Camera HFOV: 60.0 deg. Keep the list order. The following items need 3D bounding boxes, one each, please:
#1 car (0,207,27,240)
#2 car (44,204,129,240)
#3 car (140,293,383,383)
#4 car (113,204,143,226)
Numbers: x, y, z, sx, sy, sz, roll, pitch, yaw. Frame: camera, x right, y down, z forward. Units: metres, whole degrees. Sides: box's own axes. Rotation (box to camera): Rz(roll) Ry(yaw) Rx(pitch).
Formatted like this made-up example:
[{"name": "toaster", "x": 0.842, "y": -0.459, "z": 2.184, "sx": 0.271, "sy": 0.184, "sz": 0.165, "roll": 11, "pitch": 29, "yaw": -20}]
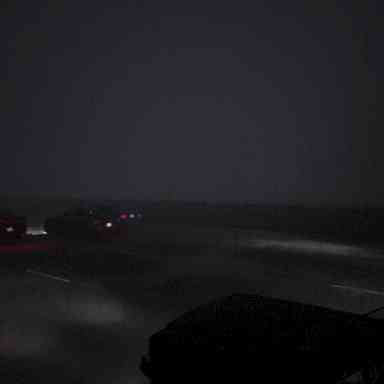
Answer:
[{"name": "car", "x": -9.465, "y": 1.365, "z": 15.048, "sx": 5.008, "sy": 1.535, "sz": 1.882, "roll": 0, "pitch": 0, "yaw": 36}, {"name": "car", "x": -5.454, "y": 1.468, "z": 16.485, "sx": 4.181, "sy": 1.385, "sz": 1.994, "roll": 0, "pitch": 0, "yaw": 36}, {"name": "car", "x": 1.831, "y": 1.601, "z": 2.686, "sx": 4.718, "sy": 1.301, "sz": 1.895, "roll": 0, "pitch": 0, "yaw": 36}, {"name": "car", "x": -5.534, "y": 1.433, "z": 20.842, "sx": 5.357, "sy": 1.411, "sz": 2.033, "roll": 0, "pitch": 0, "yaw": 36}]
